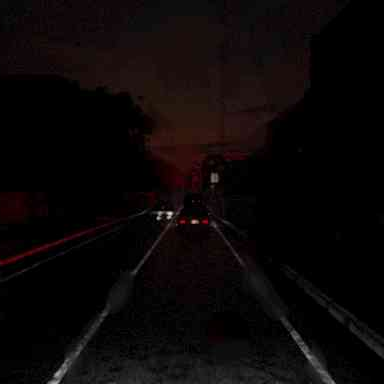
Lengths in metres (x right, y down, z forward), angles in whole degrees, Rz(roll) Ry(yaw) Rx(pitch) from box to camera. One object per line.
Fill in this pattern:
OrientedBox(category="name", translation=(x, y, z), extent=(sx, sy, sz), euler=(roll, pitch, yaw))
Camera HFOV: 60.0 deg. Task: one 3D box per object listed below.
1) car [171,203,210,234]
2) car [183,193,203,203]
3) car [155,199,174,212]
OrientedBox(category="car", translation=(0.099, 1.583, 19.554), extent=(2.033, 1.411, 5.357), euler=(0, 0, 0))
OrientedBox(category="car", translation=(0.149, 1.143, 40.535), extent=(2.150, 2.045, 5.566), euler=(0, 1, 0))
OrientedBox(category="car", translation=(-3.116, 1.506, 38.212), extent=(1.994, 1.385, 4.181), euler=(0, 1, 1))
